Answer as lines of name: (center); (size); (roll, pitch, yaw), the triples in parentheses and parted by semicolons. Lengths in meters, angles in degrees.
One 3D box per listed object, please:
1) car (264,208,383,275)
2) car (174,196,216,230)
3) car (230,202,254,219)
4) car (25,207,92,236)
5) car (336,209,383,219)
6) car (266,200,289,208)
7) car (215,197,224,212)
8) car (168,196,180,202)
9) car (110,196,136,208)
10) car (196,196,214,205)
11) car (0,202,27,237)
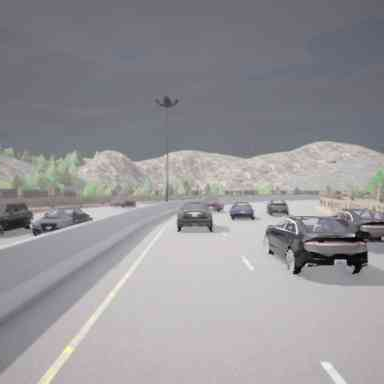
car: (3.602, 1.492, 10.493); (2.128, 1.511, 4.902); (0, 0, 0)
car: (0.237, 1.353, 20.983); (2.097, 1.767, 4.553); (0, 0, 2)
car: (4.370, 1.564, 29.068); (1.994, 1.385, 4.181); (0, 0, 7)
car: (-6.973, 1.565, 18.271); (1.994, 1.385, 4.181); (0, 0, 1)
car: (7.110, 1.492, 14.615); (2.128, 1.511, 4.902); (0, 0, 0)
car: (8.417, 1.492, 32.793); (2.128, 1.511, 4.902); (0, 0, 9)
car: (2.491, 1.352, 38.784); (2.097, 1.767, 4.553); (0, 0, 12)
car: (-2.522, 1.492, 58.443); (2.128, 1.511, 4.902); (0, 0, 23)
car: (-9.868, 1.353, 47.702); (2.097, 1.767, 4.553); (0, 0, 16)
car: (2.441, 1.530, 61.053); (1.812, 1.442, 4.674); (0, 0, 25)
car: (-10.479, 1.353, 17.968); (2.097, 1.767, 4.553); (0, 0, 1)
